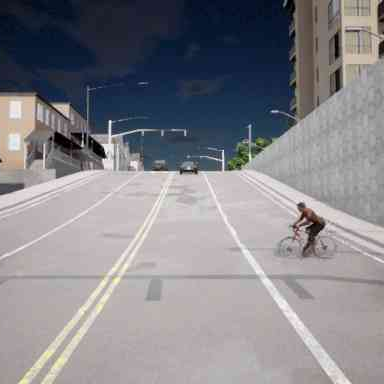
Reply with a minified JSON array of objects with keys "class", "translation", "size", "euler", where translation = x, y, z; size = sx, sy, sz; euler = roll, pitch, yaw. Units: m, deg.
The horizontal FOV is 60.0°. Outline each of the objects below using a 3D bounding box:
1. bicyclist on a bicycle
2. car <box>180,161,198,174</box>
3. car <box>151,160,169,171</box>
[{"class":"bicyclist on a bicycle","translation":[3.191,1.101,9.199],"size":[1.656,1.620,0.582],"euler":[-2,4,0]},{"class":"car","translation":[-0.355,-2.811,37.306],"size":[1.994,1.385,4.181],"euler":[0,7,0]},{"class":"car","translation":[-4.040,-3.377,42.679],"size":[1.837,1.490,4.892],"euler":[0,2,0]}]
